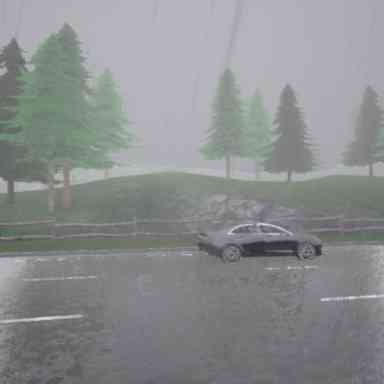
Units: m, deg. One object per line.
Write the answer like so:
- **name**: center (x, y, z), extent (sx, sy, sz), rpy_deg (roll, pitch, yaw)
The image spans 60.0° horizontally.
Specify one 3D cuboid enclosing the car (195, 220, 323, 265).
- **car**: center (2.562, 1.854, 12.779), extent (4.902, 1.511, 2.128), rpy_deg (0, -2, -11)
